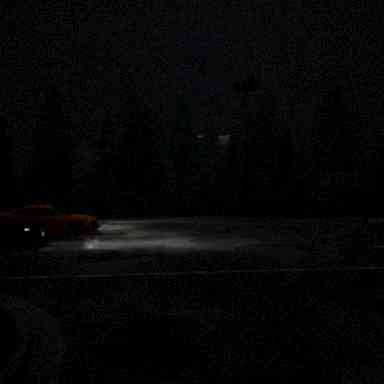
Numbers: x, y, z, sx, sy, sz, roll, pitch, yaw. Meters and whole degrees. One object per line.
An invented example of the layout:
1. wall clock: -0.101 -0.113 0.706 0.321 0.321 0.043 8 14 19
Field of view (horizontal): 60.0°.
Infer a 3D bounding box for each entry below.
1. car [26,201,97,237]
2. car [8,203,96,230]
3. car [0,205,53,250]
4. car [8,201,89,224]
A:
1. car: -7.394 1.410 16.877 5.008 1.535 1.882 0 0 -8
2. car: -8.382 1.449 20.284 4.674 1.442 1.812 0 0 -8
3. car: -8.481 1.420 13.183 4.902 1.511 2.128 0 0 -8
4. car: -9.990 1.400 23.574 4.902 1.511 2.128 0 0 -8
